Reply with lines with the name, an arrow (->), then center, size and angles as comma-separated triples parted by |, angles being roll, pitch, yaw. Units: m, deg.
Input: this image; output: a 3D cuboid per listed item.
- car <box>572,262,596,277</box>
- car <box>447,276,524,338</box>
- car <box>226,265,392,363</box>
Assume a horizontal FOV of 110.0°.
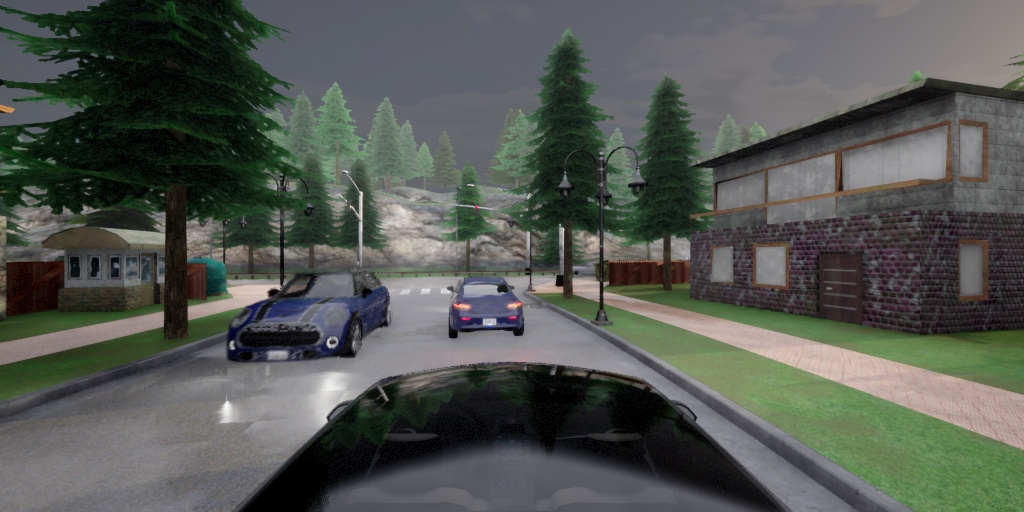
car -> 6.870, 1.193, 32.252 | 4.718, 1.301, 1.895 | 0, 0, -12
car -> -0.836, 1.276, 10.119 | 1.812, 1.442, 4.674 | 0, 0, -9
car -> -4.268, 1.102, 8.346 | 2.097, 1.767, 4.553 | 0, 0, -7
